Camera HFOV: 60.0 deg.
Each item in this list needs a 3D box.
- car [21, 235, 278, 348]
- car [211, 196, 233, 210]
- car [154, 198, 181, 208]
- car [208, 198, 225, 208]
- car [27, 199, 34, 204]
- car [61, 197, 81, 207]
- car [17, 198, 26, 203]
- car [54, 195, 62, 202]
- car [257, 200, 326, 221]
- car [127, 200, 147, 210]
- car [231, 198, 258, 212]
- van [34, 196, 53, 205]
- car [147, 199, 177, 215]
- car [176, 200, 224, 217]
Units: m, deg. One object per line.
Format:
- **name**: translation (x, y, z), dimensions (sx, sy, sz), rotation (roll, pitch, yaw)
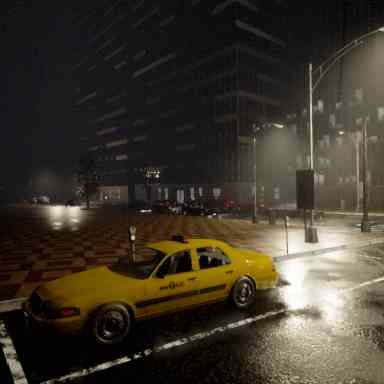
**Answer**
- **car**: translation (-0.464, 1.524, 6.245), dimensions (4.829, 1.417, 1.752), rotation (0, -1, -35)
- **car**: translation (3.455, 1.400, 43.579), dimensions (2.192, 1.841, 5.009), rotation (-2, 1, -41)
- **car**: translation (-3.919, 1.714, 52.140), dimensions (1.947, 1.339, 4.313), rotation (-2, 1, -41)
- **car**: translation (0.995, 1.691, 37.578), dimensions (1.837, 1.490, 4.892), rotation (-2, 1, -41)
- **car**: translation (-35.975, 2.066, 76.469), dimensions (1.752, 1.417, 4.829), rotation (-2, 1, -41)
- **car**: translation (-21.347, 2.000, 59.510), dimensions (1.802, 1.307, 4.206), rotation (-2, 1, -41)
- **car**: translation (-43.344, 2.126, 85.013), dimensions (1.752, 1.417, 4.829), rotation (-2, 1, -41)
- **car**: translation (-33.444, 1.943, 86.363), dimensions (1.887, 1.381, 4.507), rotation (-2, 1, -41)
- **car**: translation (8.620, 1.668, 28.736), dimensions (2.033, 1.411, 5.357), rotation (-2, 1, -41)
- **car**: translation (-7.511, 1.823, 47.478), dimensions (1.994, 1.385, 4.181), rotation (-2, 1, -41)
- **car**: translation (7.153, 1.634, 39.307), dimensions (1.802, 1.307, 4.206), rotation (-2, 1, -41)
- **van**: translation (-32.405, 1.852, 72.323), dimensions (1.690, 1.788, 3.998), rotation (-2, 1, -41)
- **car**: translation (-2.928, 1.698, 38.147), dimensions (1.967, 1.590, 4.097), rotation (-2, 1, -41)
- **car**: translation (0.759, 1.792, 33.877), dimensions (1.947, 1.339, 4.313), rotation (-2, 1, -41)
